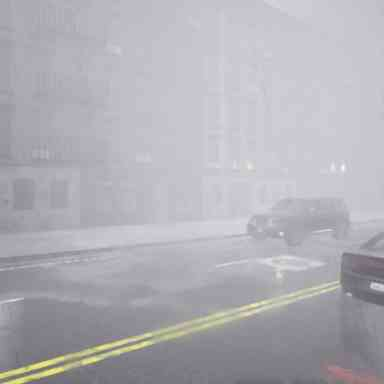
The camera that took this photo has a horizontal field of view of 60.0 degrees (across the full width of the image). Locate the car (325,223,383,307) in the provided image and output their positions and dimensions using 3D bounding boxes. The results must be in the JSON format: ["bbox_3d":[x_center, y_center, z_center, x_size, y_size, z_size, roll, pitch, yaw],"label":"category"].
[{"bbox_3d":[5.210,1.479,7.157,5.008,1.535,1.882,0,0,-36],"label":"car"}]

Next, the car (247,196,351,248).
[{"bbox_3d":[5.050,1.222,15.273,5.566,2.045,2.150,0,0,-35],"label":"car"}]
